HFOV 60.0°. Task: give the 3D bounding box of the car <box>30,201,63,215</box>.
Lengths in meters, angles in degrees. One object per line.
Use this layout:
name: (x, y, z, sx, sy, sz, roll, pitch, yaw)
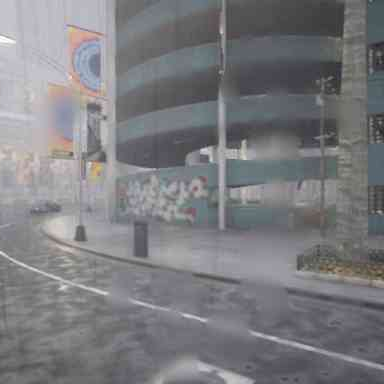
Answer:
car: (-15.769, 1.698, 36.174, 1.994, 1.385, 4.181, 0, 0, 4)
